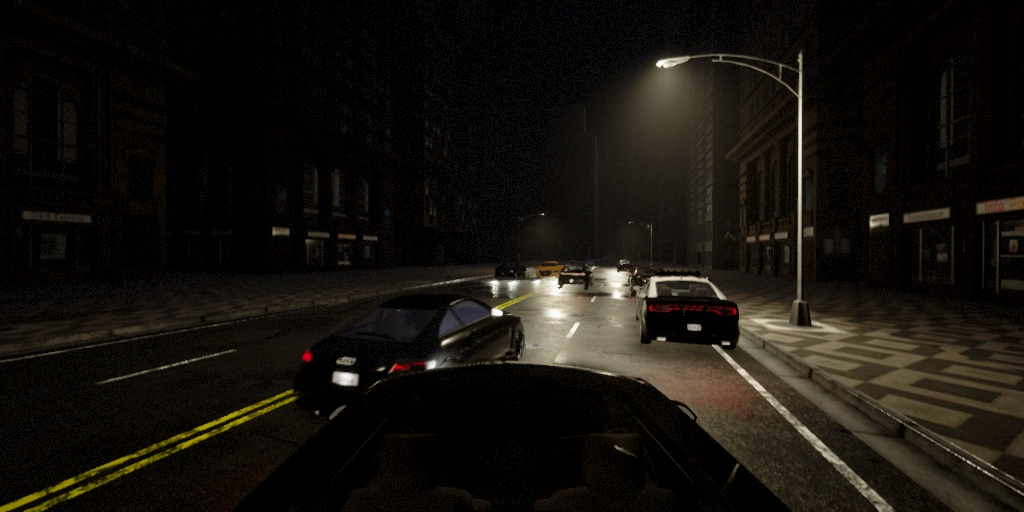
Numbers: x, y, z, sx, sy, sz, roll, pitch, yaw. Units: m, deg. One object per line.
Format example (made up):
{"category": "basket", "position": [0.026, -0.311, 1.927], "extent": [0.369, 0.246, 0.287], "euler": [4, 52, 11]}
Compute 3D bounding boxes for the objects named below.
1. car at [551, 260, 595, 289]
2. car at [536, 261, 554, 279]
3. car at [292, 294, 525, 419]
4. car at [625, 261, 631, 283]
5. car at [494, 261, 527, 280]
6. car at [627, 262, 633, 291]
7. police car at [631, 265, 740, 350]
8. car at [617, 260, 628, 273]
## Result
{"category": "car", "position": [4.179, 1.254, 23.142], "extent": [2.128, 1.511, 4.902], "euler": [0, 0, 17]}
{"category": "car", "position": [3.534, 1.240, 32.825], "extent": [1.882, 1.535, 5.008], "euler": [0, 0, 17]}
{"category": "car", "position": [-1.188, 1.308, 5.808], "extent": [1.994, 1.385, 4.181], "euler": [0, 0, 18]}
{"category": "car", "position": [8.955, 1.305, 24.654], "extent": [1.812, 1.442, 4.674], "euler": [0, 0, 17]}
{"category": "car", "position": [-0.053, 1.227, 32.210], "extent": [1.882, 1.535, 5.008], "euler": [0, 0, 17]}
{"category": "car", "position": [7.200, 1.277, 18.916], "extent": [1.837, 1.490, 4.892], "euler": [0, 0, 17]}
{"category": "police car", "position": [4.307, 1.187, 9.459], "extent": [1.930, 1.638, 5.238], "euler": [0, 0, 17]}
{"category": "car", "position": [13.985, 1.302, 44.329], "extent": [2.128, 1.511, 4.902], "euler": [0, 0, 18]}
